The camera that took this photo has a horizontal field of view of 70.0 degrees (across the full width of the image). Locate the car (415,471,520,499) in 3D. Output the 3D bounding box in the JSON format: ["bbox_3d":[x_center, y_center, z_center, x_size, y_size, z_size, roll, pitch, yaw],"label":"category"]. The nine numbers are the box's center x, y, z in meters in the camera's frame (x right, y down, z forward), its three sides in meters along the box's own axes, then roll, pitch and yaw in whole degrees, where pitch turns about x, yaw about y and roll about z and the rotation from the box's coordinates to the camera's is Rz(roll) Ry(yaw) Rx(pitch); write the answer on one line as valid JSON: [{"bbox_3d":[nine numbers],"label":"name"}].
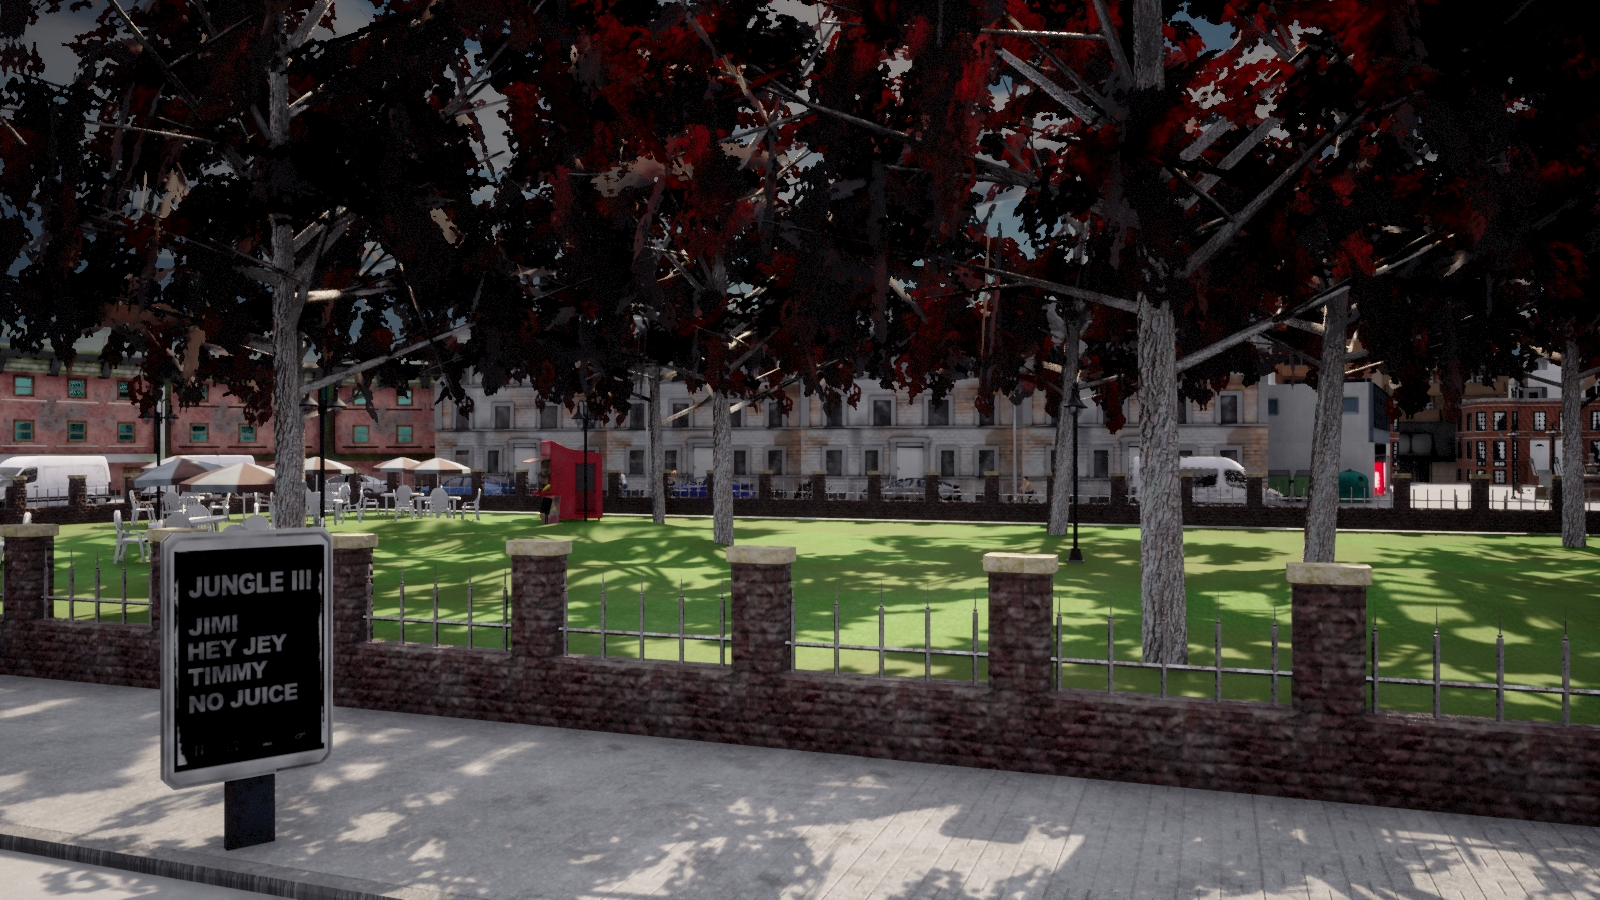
[{"bbox_3d":[-18.262,1.902,62.828,5.357,1.411,2.033,0,0,19],"label":"car"}]

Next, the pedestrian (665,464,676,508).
[{"bbox_3d":[-5.578,1.533,49.108,0.375,1.860,0.375,0,0,14],"label":"pedestrian"}]

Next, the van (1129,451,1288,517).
[{"bbox_3d":[16.392,1.315,46.067,5.915,2.561,1.988,0,0,20],"label":"van"}]

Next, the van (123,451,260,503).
[{"bbox_3d":[-31.314,1.336,58.944,1.988,2.561,5.915,0,0,41],"label":"van"}]

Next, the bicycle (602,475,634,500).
[{"bbox_3d":[-9.502,1.948,59.688,1.643,1.296,0.373,0,0,20],"label":"bicycle"}]

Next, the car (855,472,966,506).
[{"bbox_3d":[5.260,1.833,54.337,4.902,1.511,2.128,0,0,20],"label":"car"}]

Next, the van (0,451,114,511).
[{"bbox_3d":[-34.456,1.334,51.696,1.988,2.561,5.915,0,0,21],"label":"van"}]
